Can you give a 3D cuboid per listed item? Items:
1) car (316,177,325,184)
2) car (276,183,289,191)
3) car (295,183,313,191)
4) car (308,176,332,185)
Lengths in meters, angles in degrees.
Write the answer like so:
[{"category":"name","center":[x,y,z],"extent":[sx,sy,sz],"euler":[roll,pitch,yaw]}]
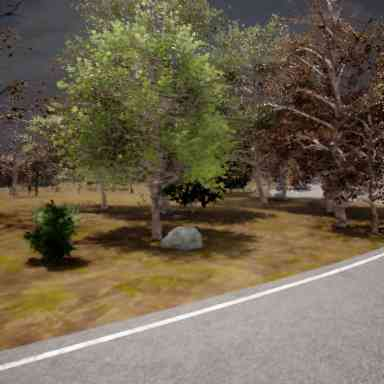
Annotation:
[{"category":"car","center":[29.675,-2.485,70.687],"extent":[4.902,1.511,2.128],"euler":[-5,3,-24]},{"category":"car","center":[16.651,-1.135,61.082],"extent":[2.097,1.767,4.553],"euler":[-3,3,21]},{"category":"car","center":[18.767,-1.191,56.568],"extent":[2.150,2.045,5.566],"euler":[-4,3,9]},{"category":"car","center":[28.339,-2.565,73.647],"extent":[4.892,1.490,1.837],"euler":[-5,3,-24]}]
